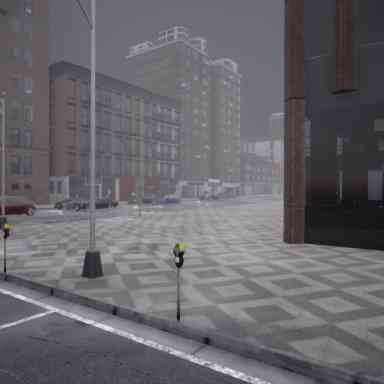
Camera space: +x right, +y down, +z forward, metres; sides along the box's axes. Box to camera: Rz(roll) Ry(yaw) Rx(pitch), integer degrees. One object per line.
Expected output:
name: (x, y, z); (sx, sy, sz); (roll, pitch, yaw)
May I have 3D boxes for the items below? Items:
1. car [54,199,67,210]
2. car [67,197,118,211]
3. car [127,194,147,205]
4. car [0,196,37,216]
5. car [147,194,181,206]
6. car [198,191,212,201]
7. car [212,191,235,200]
car: (-12.742, 1.194, 36.215); (1.994, 1.385, 4.181); (0, 1, 34)
car: (-10.019, 1.246, 34.403); (1.895, 1.301, 4.718); (0, 1, 36)
car: (-6.585, 0.990, 44.736); (1.837, 1.490, 4.892); (0, 1, 36)
car: (-15.265, 1.124, 27.106); (2.097, 1.767, 4.553); (0, 1, 36)
car: (-3.352, 1.013, 43.668); (1.812, 1.442, 4.674); (0, 1, 36)
car: (3.021, 0.616, 57.941); (2.097, 1.767, 4.553); (0, 1, 36)
car: (5.724, 0.551, 56.131); (1.994, 1.385, 4.181); (0, 1, 36)
